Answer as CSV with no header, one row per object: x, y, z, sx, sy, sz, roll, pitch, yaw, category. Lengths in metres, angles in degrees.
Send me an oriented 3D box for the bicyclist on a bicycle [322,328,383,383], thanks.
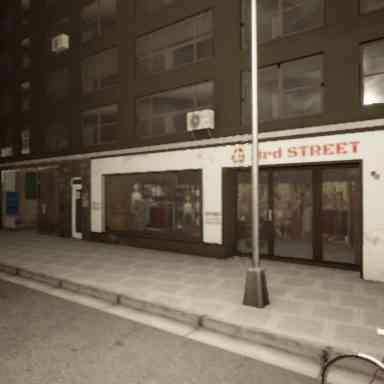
2.037,1.377,2.810,1.843,1.776,0.659,0,0,36,bicyclist on a bicycle
